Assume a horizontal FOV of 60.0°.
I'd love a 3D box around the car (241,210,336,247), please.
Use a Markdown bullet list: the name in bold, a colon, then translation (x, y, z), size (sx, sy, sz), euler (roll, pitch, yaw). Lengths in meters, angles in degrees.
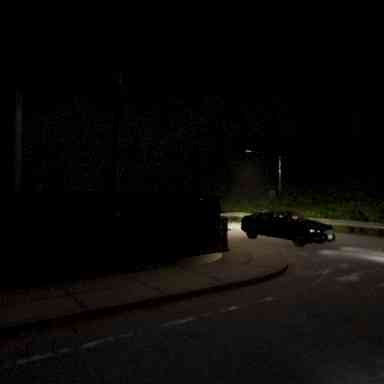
- **car**: translation (4.514, 1.656, 16.236), size (2.128, 1.511, 4.902), euler (1, -1, -35)
